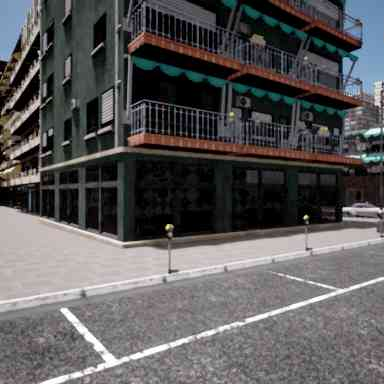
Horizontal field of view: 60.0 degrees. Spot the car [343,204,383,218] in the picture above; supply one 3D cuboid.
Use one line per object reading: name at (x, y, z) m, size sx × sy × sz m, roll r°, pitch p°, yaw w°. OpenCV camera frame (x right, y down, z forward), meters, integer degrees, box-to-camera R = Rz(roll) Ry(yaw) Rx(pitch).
car at (16.788, 1.779, 31.906) m, size 1.895 × 1.301 × 4.718 m, roll 0°, pitch -1°, yaw -36°
